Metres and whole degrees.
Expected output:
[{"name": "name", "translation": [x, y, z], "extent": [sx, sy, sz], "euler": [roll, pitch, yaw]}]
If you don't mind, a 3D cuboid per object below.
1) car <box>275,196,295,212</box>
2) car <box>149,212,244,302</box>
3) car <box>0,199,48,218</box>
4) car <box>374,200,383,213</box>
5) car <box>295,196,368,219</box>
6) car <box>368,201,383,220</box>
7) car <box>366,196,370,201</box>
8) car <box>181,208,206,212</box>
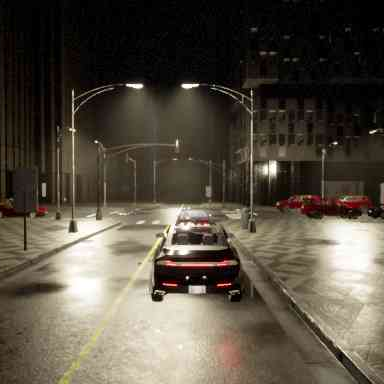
[{"name": "car", "translation": [12.055, 1.326, 37.676], "extent": [5.009, 1.841, 2.192], "euler": [0, 1, 0]}, {"name": "car", "translation": [0.089, 1.490, 8.235], "extent": [2.128, 1.511, 4.902], "euler": [0, 0, 0]}, {"name": "car", "translation": [-14.959, 1.567, 29.035], "extent": [4.507, 1.381, 1.887], "euler": [0, 1, 0]}, {"name": "car", "translation": [23.340, 1.635, 37.729], "extent": [4.313, 1.339, 1.947], "euler": [0, 1, 0]}, {"name": "car", "translation": [12.082, 1.463, 29.152], "extent": [5.009, 1.841, 2.192], "euler": [0, 1, 0]}, {"name": "car", "translation": [17.725, 1.743, 29.180], "extent": [4.313, 1.339, 1.947], "euler": [0, 1, 0]}, {"name": "car", "translation": [17.698, 1.354, 37.701], "extent": [5.009, 1.841, 2.192], "euler": [0, 1, 0]}, {"name": "car", "translation": [0.077, 1.550, 17.944], "extent": [2.033, 1.411, 5.357], "euler": [0, 0, 0]}]
